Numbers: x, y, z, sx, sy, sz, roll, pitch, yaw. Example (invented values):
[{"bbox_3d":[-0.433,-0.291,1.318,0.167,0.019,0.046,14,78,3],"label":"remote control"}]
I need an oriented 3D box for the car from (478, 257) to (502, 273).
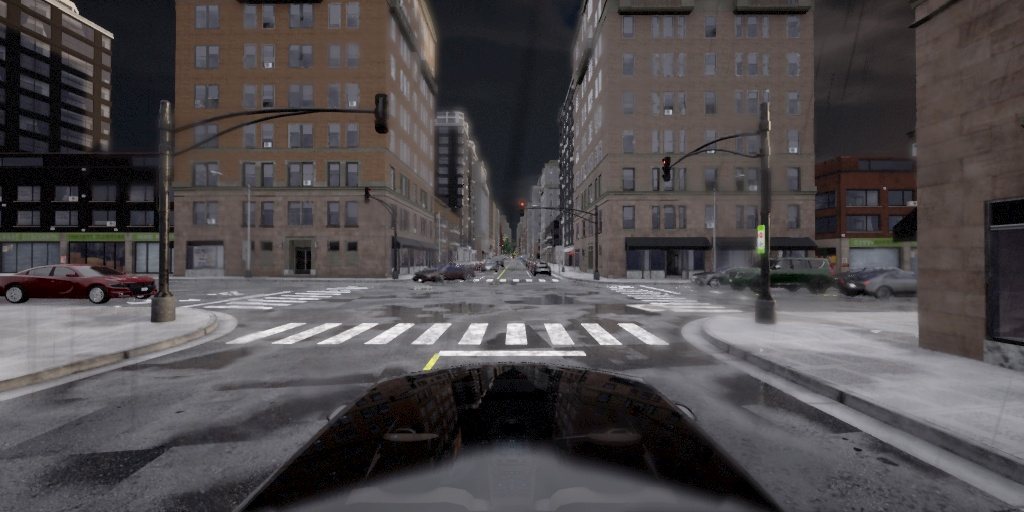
[{"bbox_3d":[-2.705,1.245,44.215,2.128,1.511,4.902,0,0,1],"label":"car"}]

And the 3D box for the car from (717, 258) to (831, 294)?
[{"bbox_3d":[15.615,1.105,21.045,5.566,2.045,2.150,0,-1,0],"label":"car"}]

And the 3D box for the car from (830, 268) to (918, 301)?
[{"bbox_3d":[18.738,1.433,17.592,4.181,1.385,1.994,0,-1,1],"label":"car"}]

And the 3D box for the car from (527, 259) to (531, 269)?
[{"bbox_3d":[3.035,1.297,41.796,1.888,1.381,4.507,0,0,1],"label":"car"}]

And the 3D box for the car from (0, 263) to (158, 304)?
[{"bbox_3d":[-17.440,1.062,14.552,5.008,1.535,1.882,0,-1,-1],"label":"car"}]

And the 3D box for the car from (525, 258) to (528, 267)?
[{"bbox_3d":[3.102,1.302,47.327,2.007,1.370,4.403,0,0,1],"label":"car"}]

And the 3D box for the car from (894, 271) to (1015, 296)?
[{"bbox_3d":[25.717,1.550,20.979,4.718,1.301,1.895,0,-1,0],"label":"car"}]

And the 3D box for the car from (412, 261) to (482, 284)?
[{"bbox_3d":[-4.918,1.302,27.075,2.033,1.411,5.357,0,0,33],"label":"car"}]

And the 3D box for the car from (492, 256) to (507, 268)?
[{"bbox_3d":[-2.481,0.967,60.833,2.150,2.045,5.566,0,1,1],"label":"car"}]

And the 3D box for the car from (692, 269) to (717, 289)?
[{"bbox_3d":[14.826,1.401,24.292,4.902,1.511,2.128,0,-1,2],"label":"car"}]

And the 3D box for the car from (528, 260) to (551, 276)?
[{"bbox_3d":[2.967,1.318,36.266,1.948,1.339,4.313,0,0,1],"label":"car"}]

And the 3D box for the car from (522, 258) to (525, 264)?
[{"bbox_3d":[3.306,1.315,63.918,1.948,1.339,4.313,0,0,1],"label":"car"}]
